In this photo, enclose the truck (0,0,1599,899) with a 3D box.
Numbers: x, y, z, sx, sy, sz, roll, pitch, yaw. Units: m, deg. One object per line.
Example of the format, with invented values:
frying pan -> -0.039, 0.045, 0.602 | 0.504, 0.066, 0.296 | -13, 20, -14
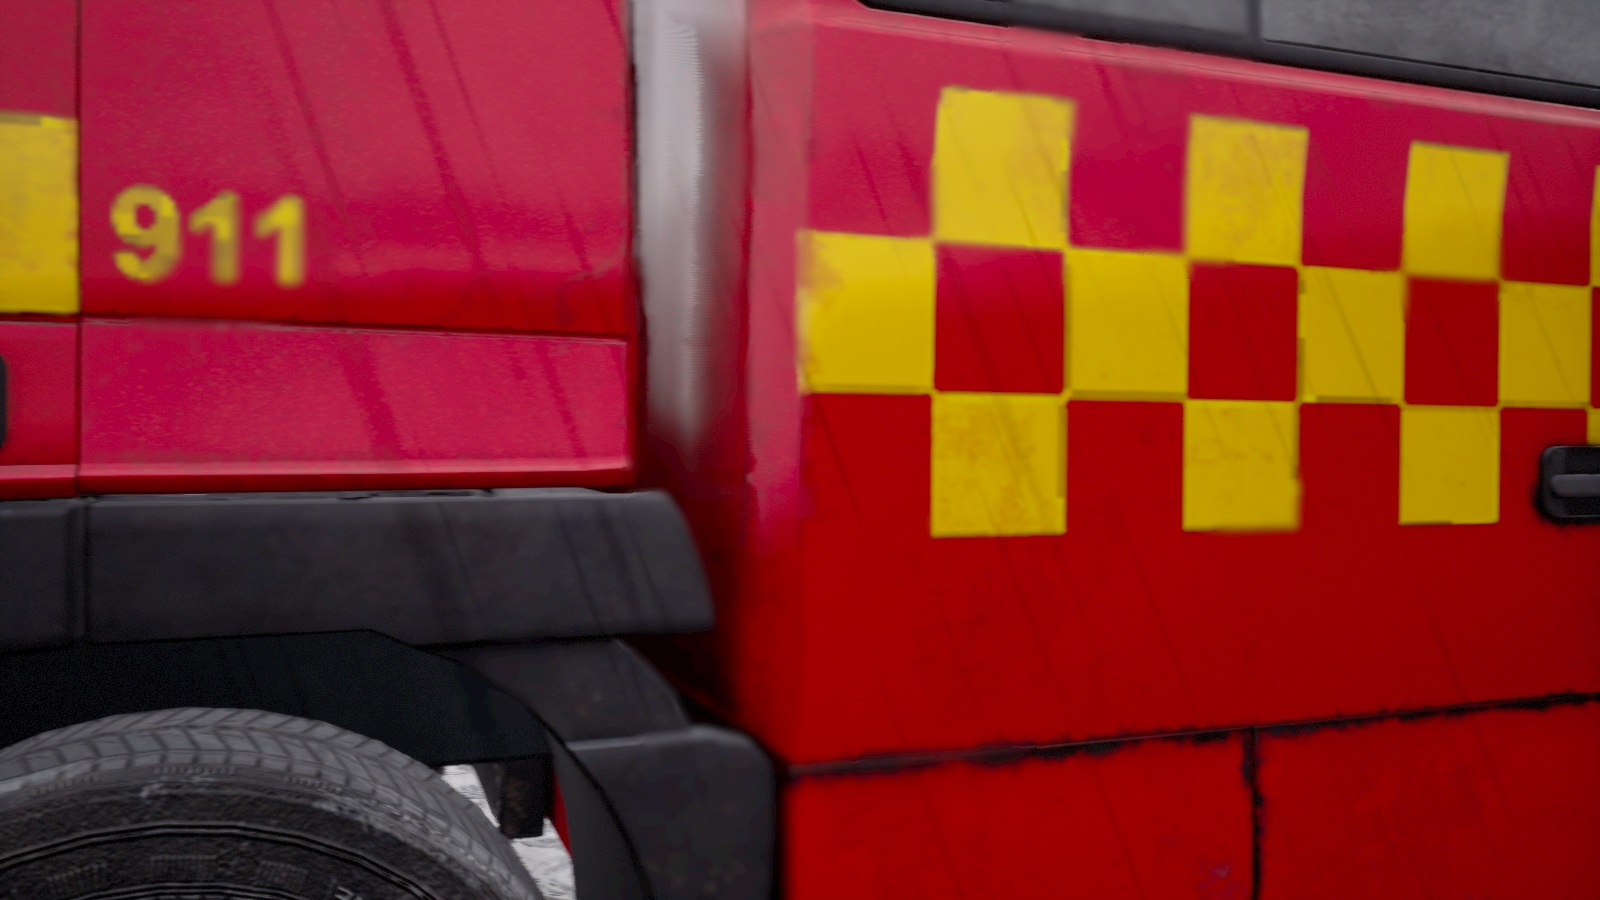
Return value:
truck -> 0.663, -0.418, 3.476 | 8.468, 3.827, 2.891 | -1, 1, -21
